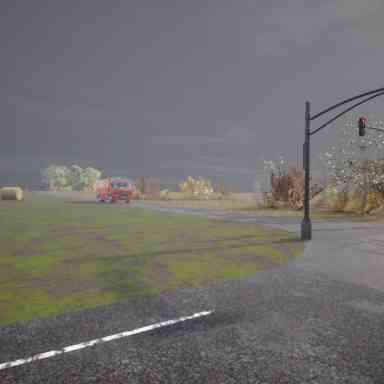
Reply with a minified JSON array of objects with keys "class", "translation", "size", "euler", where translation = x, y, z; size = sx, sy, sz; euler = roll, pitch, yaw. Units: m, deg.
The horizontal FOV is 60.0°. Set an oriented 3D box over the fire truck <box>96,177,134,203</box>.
[{"class":"fire truck","translation":[-11.764,-0.355,50.031],"size":[2.891,3.827,8.468],"euler":[1,0,-32]}]
